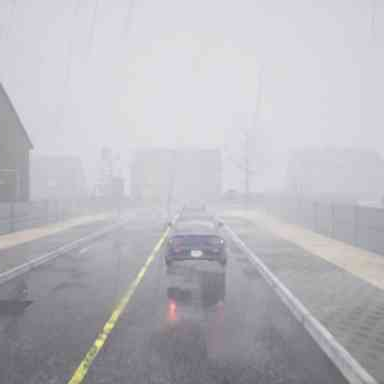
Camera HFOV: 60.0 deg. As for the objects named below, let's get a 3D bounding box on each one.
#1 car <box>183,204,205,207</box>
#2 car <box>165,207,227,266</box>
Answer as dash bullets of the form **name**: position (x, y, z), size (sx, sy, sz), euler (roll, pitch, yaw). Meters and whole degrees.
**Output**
- **car**: position (0.175, 1.478, 23.506), size (1.895, 1.301, 4.718), euler (0, 0, 2)
- **car**: position (0.117, 1.460, 11.211), size (1.812, 1.442, 4.674), euler (0, 0, 0)
